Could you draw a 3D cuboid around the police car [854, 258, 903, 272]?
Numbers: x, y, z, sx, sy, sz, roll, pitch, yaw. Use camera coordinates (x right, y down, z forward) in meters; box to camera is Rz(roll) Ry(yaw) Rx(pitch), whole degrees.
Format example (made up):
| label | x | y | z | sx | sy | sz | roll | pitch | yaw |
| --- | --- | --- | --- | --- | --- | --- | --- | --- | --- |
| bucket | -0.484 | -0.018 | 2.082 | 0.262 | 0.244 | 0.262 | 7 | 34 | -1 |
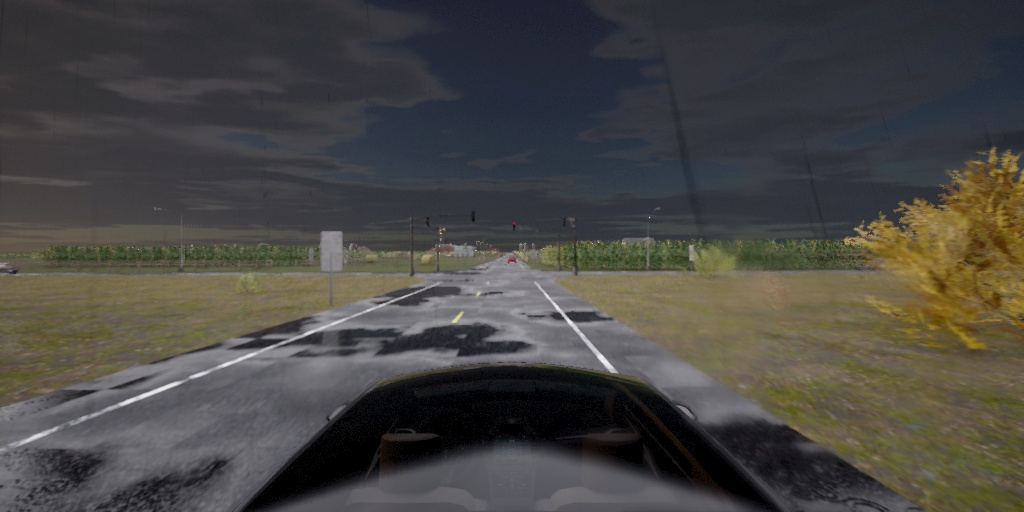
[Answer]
| label | x | y | z | sx | sy | sz | roll | pitch | yaw |
| --- | --- | --- | --- | --- | --- | --- | --- | --- | --- |
| police car | 43.523 | 1.077 | 42.555 | 4.974 | 1.542 | 2.038 | 0 | 0 | 0 |
